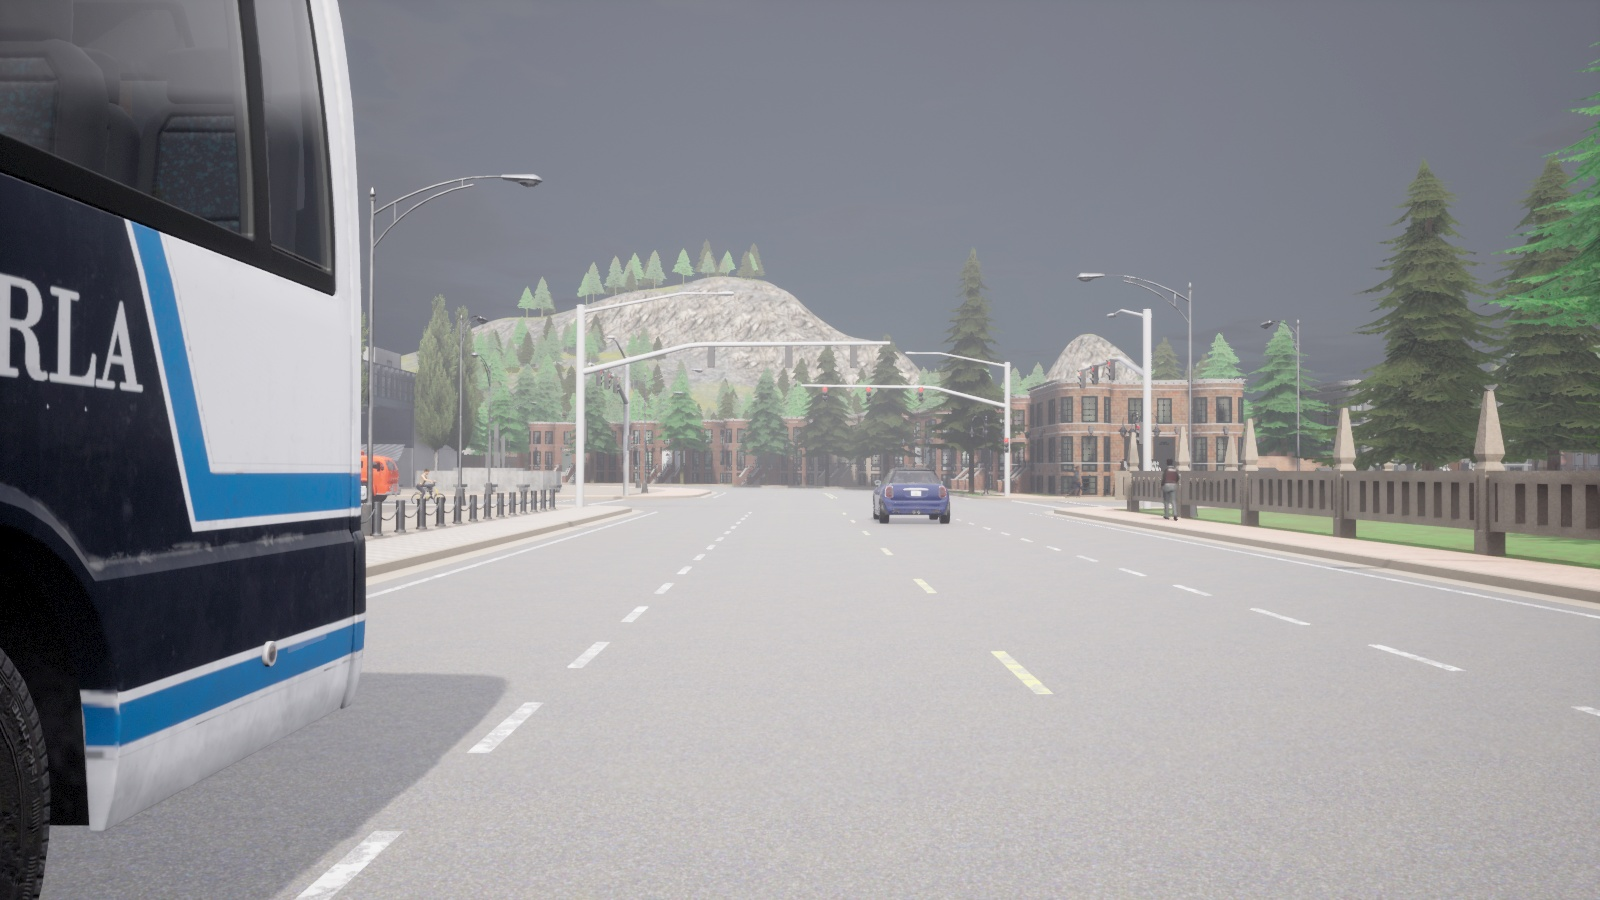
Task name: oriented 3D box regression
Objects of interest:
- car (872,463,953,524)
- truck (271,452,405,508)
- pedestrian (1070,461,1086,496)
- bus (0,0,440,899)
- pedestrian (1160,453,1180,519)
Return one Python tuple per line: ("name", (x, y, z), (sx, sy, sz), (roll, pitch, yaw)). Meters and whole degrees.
("car", (3.417, 1.313, 39.050), (2.097, 1.767, 4.553), (0, -1, 0))
("truck", (-21.139, 1.378, 57.643), (5.204, 2.467, 2.627), (0, -1, 0))
("pedestrian", (15.618, 1.590, 70.653), (0.788, 1.949, 0.423), (0, -1, 2))
("bus", (-3.506, -0.544, 0.234), (3.944, 4.253, 10.273), (0, -1, 0))
("pedestrian", (10.886, 1.049, 36.953), (0.402, 1.930, 0.666), (0, -1, 2))
